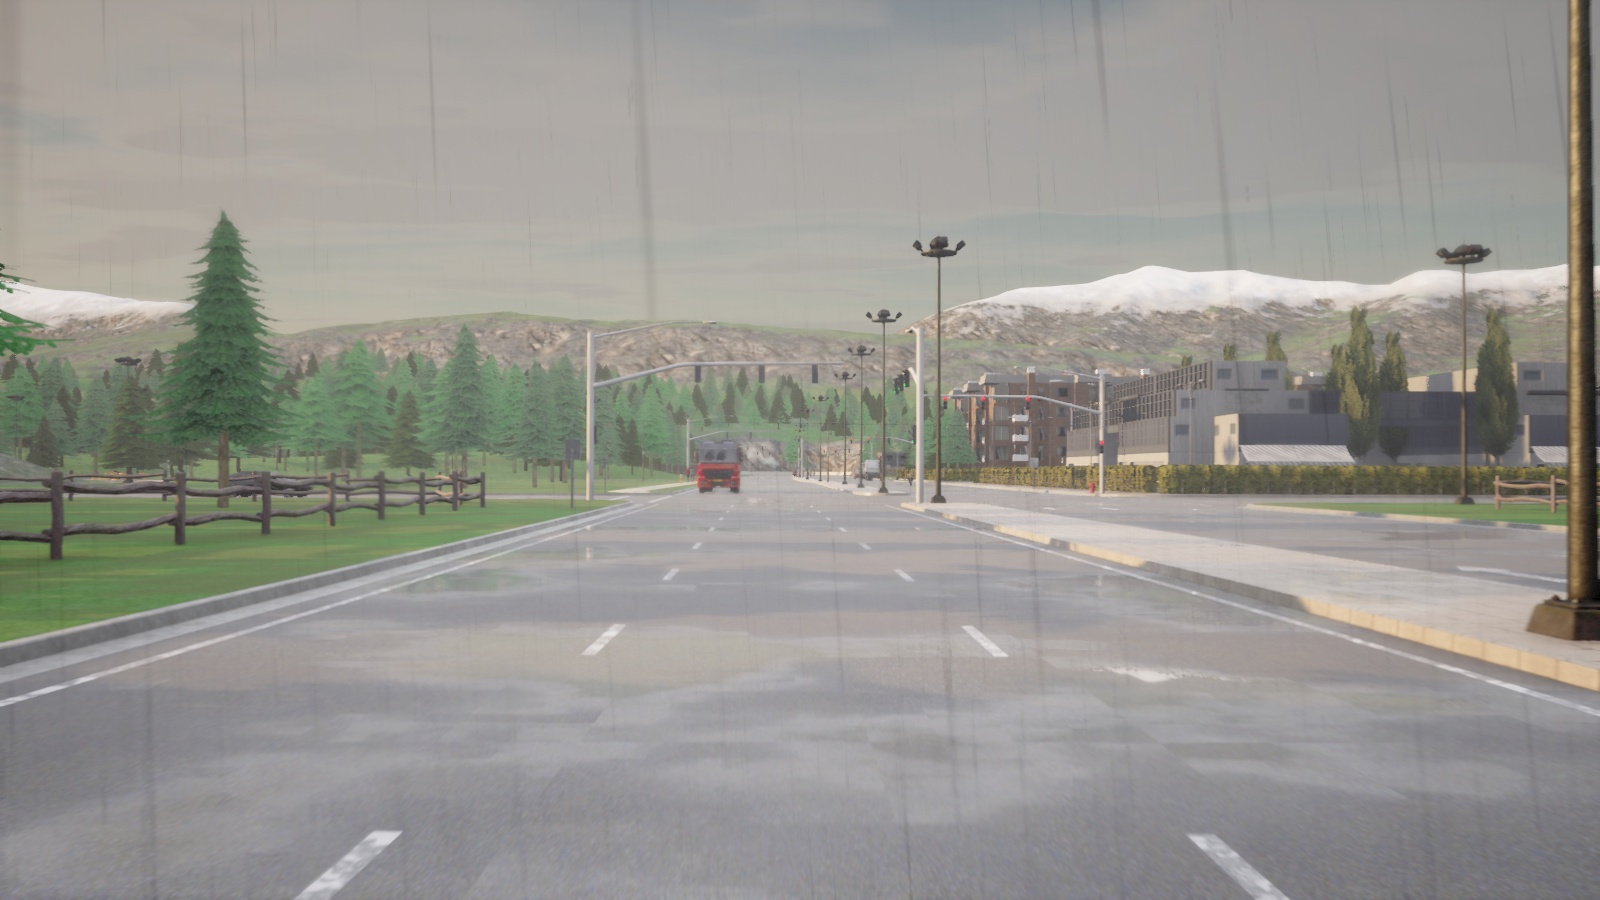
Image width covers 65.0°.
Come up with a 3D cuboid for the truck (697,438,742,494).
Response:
[{"bbox_3d":[-5.714,1.184,90.255,2.891,3.827,8.468,0,-1,-2],"label":"truck"}]

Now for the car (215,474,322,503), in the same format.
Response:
[{"bbox_3d":[-28.334,2.049,67.001,4.792,1.488,2.163,0,-1,-1],"label":"car"}]
